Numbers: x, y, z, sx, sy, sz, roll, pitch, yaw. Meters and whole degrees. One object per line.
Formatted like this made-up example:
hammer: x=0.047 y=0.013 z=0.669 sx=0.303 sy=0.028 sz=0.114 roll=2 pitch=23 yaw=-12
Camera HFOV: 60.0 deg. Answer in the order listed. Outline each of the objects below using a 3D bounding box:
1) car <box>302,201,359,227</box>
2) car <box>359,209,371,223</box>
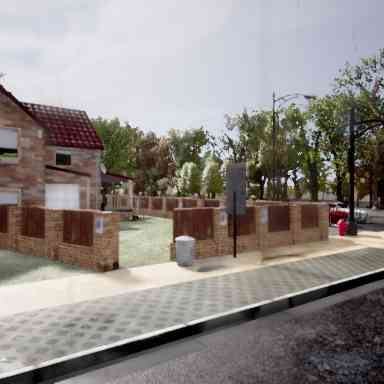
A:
car: x=8.273 y=1.423 z=22.738 sx=1.882 sy=1.535 sz=5.008 roll=0 pitch=0 yaw=-35
car: x=10.781 y=1.474 z=24.821 sx=1.812 sy=1.442 sz=4.674 roll=0 pitch=0 yaw=-35
